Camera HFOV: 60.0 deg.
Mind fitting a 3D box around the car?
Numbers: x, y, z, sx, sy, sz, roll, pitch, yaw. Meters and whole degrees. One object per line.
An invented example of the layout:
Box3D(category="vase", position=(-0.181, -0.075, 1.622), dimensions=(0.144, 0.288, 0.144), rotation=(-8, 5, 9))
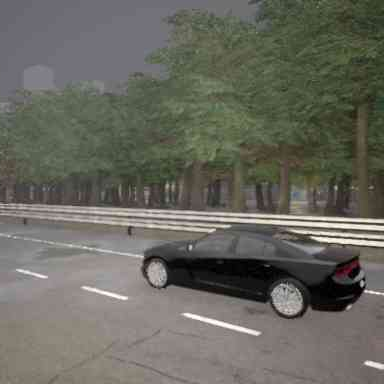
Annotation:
Box3D(category="car", position=(1.037, 1.496, 7.427), dimensions=(5.008, 1.535, 1.882), rotation=(0, 0, 35))
